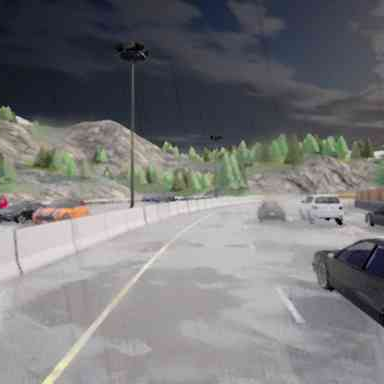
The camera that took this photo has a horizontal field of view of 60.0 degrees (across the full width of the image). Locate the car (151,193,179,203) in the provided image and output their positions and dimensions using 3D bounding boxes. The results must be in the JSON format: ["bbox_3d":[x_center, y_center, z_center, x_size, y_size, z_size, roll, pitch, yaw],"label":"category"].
[{"bbox_3d":[-5.025,1.119,63.116,2.150,2.045,5.566,0,0,22],"label":"car"}]

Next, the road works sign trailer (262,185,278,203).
[{"bbox_3d":[15.367,0.407,66.198,2.380,3.560,2.880,0,0,28],"label":"road works sign trailer"}]

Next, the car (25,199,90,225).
[{"bbox_3d":[-8.763,1.297,22.634,2.097,1.767,4.553,0,0,9],"label":"car"}]

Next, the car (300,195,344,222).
[{"bbox_3d":[9.393,1.209,24.398,2.150,2.045,5.566,0,0,10],"label":"car"}]

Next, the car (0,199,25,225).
[{"bbox_3d":[-12.109,1.440,23.901,1.837,1.490,4.892,0,0,9],"label":"car"}]

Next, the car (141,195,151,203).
[{"bbox_3d":[-8.047,1.364,64.996,1.882,1.535,5.008,0,0,22],"label":"car"}]

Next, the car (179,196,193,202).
[{"bbox_3d":[-0.860,1.452,64.000,2.033,1.411,5.357,0,0,23],"label":"car"}]

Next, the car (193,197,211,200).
[{"bbox_3d":[2.414,1.516,62.782,1.895,1.301,4.718,0,0,23],"label":"car"}]

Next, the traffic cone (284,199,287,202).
[{"bbox_3d":[19.930,1.901,71.710,0.340,0.580,0.340,0,0,28],"label":"traffic cone"}]

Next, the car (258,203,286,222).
[{"bbox_3d":[6.154,1.542,25.944,1.994,1.385,4.181,0,0,10],"label":"car"}]

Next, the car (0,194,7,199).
[{"bbox_3d":[-15.654,1.151,23.956,2.150,2.045,5.566,0,0,9],"label":"car"}]

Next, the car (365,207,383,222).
[{"bbox_3d":[12.189,1.549,19.905,2.033,1.411,5.357,0,0,8],"label":"car"}]

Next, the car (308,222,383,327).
[{"bbox_3d":[3.809,1.548,5.944,2.033,1.411,5.357,0,0,3],"label":"car"}]
